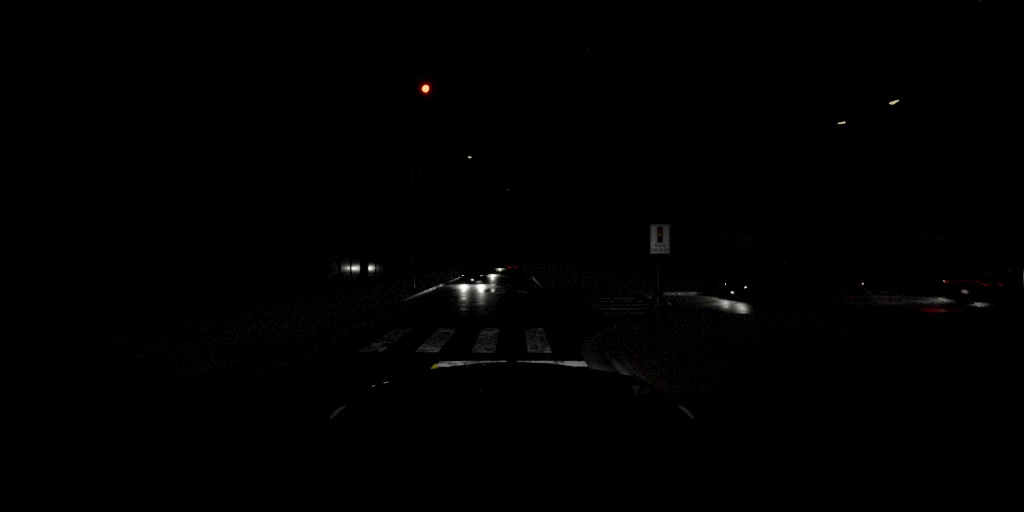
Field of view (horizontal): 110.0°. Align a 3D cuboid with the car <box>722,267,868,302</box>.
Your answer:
[{"bbox_3d":[12.449,1.218,15.945,5.357,1.411,2.033,0,0,0],"label":"car"}]

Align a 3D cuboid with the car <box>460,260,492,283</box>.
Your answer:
[{"bbox_3d":[-2.883,1.302,28.056,2.033,1.411,5.357,0,0,-1],"label":"car"}]

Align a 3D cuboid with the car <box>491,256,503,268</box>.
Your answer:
[{"bbox_3d":[-2.804,1.016,61.387,2.150,2.045,5.566,0,0,0],"label":"car"}]

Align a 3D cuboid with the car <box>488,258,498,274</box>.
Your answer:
[{"bbox_3d":[-2.877,1.270,40.879,1.837,1.490,4.892,0,0,0],"label":"car"}]

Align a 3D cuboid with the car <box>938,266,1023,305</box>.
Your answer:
[{"bbox_3d":[18.953,1.127,13.052,5.008,1.535,1.882,0,0,0],"label":"car"}]
